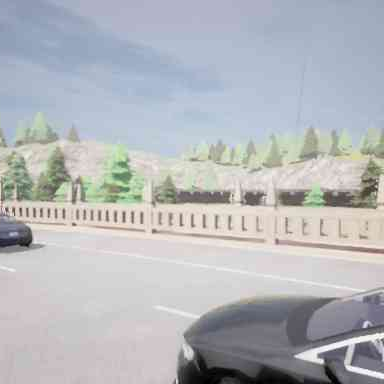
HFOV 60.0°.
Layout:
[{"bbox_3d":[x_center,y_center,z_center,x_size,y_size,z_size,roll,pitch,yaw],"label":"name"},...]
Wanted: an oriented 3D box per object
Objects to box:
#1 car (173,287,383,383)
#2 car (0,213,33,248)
[{"bbox_3d":[2.073,1.492,2.511,4.902,1.511,2.128,0,0,35],"label":"car"},{"bbox_3d":[-8.465,1.559,13.568,4.181,1.385,1.994,0,0,30],"label":"car"}]
